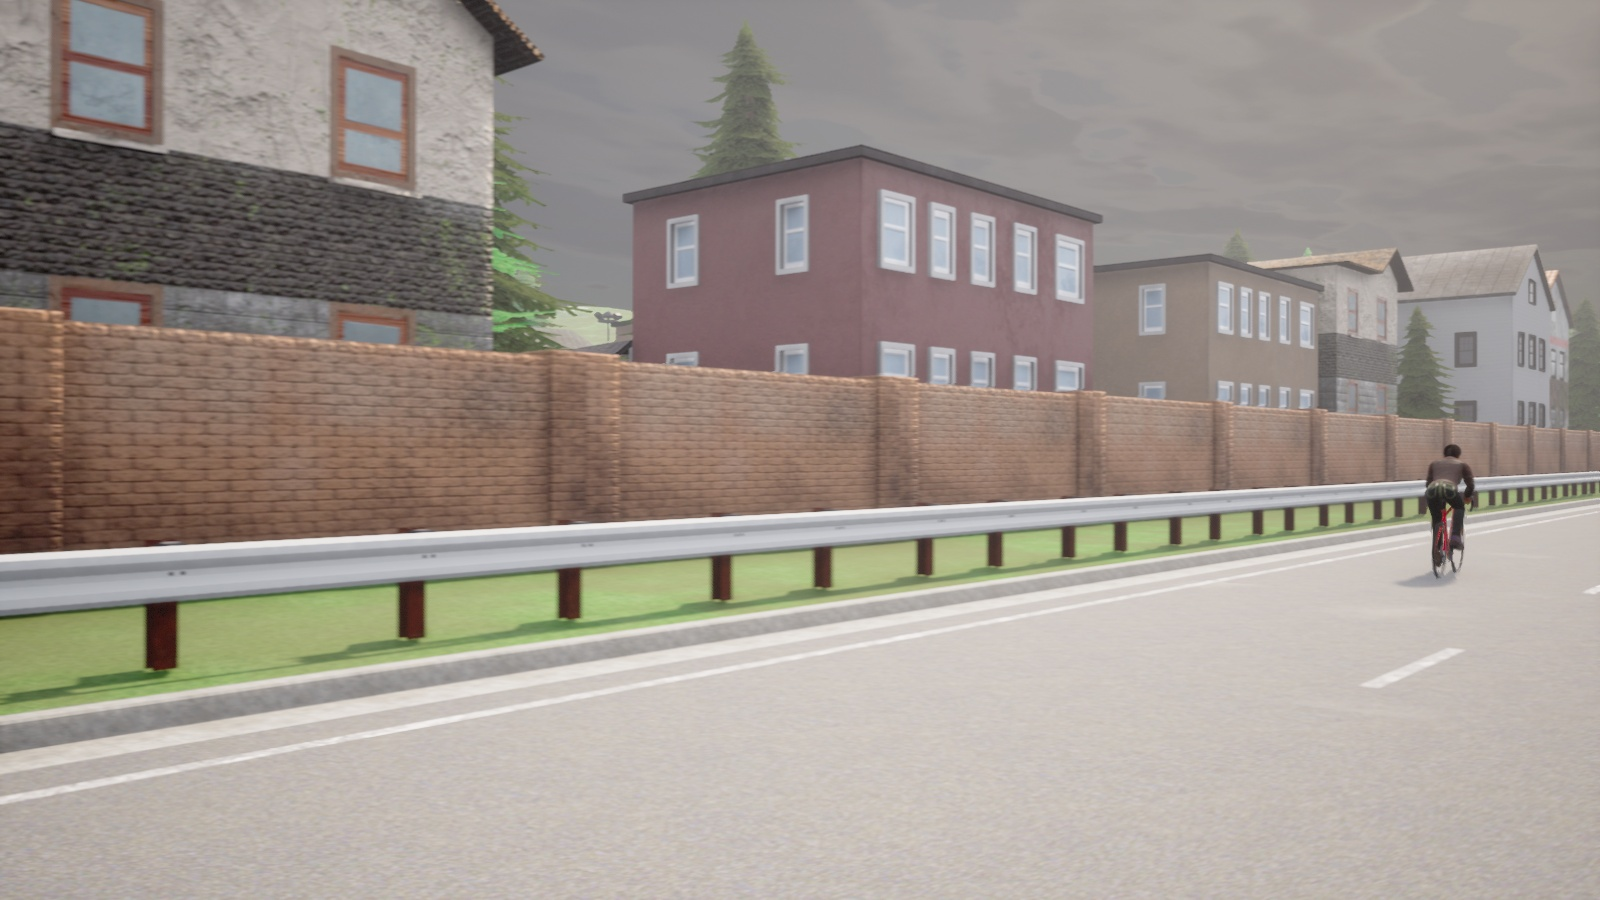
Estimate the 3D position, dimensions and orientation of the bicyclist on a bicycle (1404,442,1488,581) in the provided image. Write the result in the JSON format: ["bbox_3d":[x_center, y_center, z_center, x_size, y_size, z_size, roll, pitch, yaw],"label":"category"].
[{"bbox_3d":[7.973,0.719,15.477,0.582,1.620,1.656,0,0,39],"label":"bicyclist on a bicycle"}]
